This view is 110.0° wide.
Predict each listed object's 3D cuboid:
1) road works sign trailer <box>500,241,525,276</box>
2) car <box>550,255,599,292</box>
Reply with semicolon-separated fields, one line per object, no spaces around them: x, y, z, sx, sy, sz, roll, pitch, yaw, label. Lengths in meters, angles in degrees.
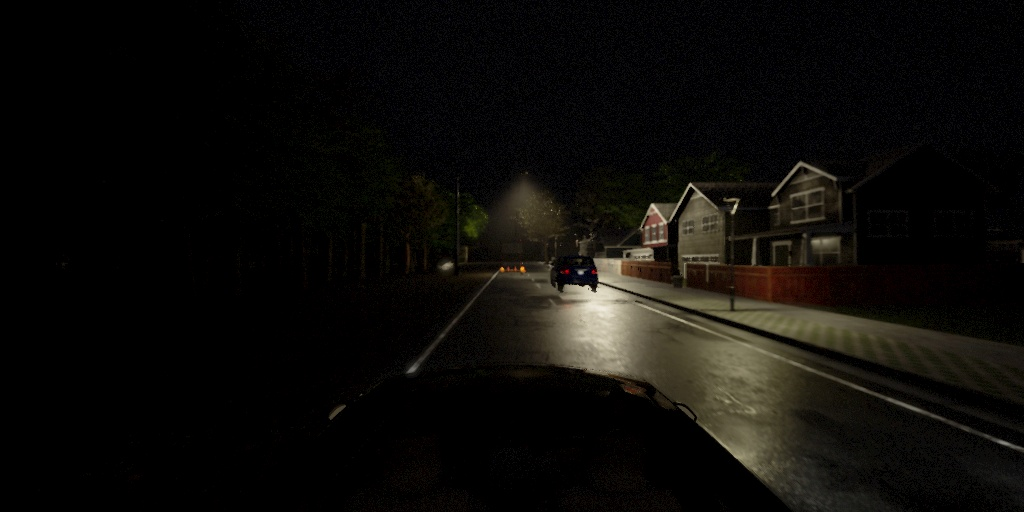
0.008;0.203;37.232;2.380;3.560;2.880;0;0;0;road works sign trailer
3.604;0.970;21.439;2.150;2.045;5.566;0;0;0;car
